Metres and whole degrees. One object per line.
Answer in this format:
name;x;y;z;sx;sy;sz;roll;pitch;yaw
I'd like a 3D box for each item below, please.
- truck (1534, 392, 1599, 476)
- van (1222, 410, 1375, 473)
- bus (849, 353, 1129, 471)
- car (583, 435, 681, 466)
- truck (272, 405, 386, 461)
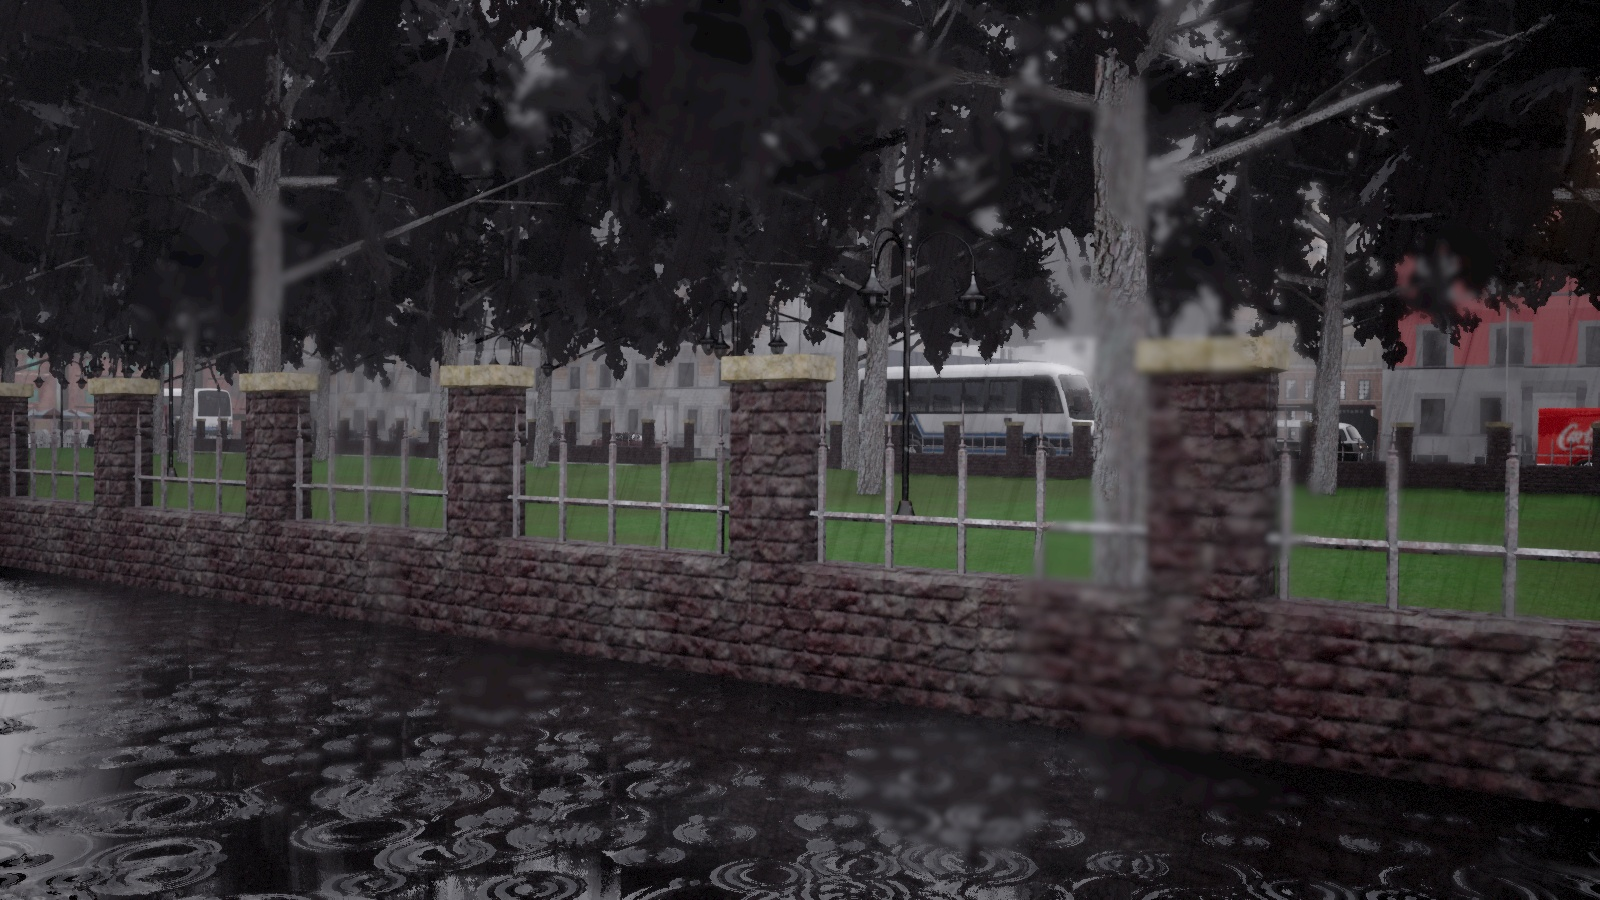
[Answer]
truck;24.907;-0.489;37.226;5.204;2.467;2.627;0;1;36
van;16.983;-0.284;42.855;4.480;2.038;2.069;0;1;35
bus;7.328;-1.390;49.699;10.273;4.253;3.944;0;1;35
car;-8.158;0.002;60.748;4.674;1.442;1.812;0;1;35
truck;-30.651;-1.088;81.597;7.936;3.462;2.891;0;1;35
